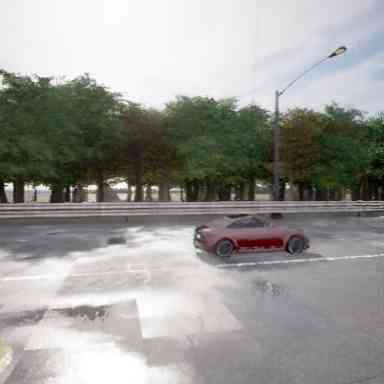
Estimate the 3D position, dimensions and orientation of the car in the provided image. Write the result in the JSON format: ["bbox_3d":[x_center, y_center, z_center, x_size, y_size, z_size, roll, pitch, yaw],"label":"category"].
[{"bbox_3d":[2.154,1.530,12.214,4.181,1.385,1.994,0,0,-16],"label":"car"}]
